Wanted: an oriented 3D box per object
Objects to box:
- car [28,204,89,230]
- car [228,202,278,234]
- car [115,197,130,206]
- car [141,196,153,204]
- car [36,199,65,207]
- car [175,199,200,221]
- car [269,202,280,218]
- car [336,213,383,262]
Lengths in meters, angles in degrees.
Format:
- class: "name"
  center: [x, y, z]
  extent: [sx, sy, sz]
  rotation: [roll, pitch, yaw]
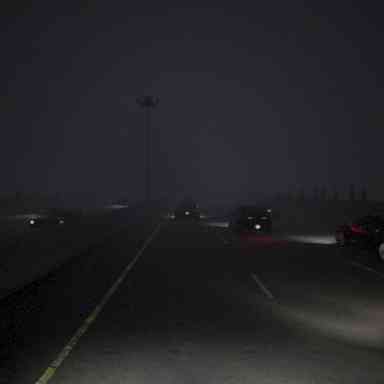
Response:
- class: "car"
  center: [-7.412, 1.598, 18.967]
  extent: [1.895, 1.301, 4.718]
  rotation: [0, 0, -1]
- class: "car"
  center: [3.280, 1.497, 19.259]
  extent: [1.837, 1.490, 4.892]
  rotation: [0, 0, -1]
- class: "car"
  center: [-11.655, 1.551, 56.042]
  extent: [1.994, 1.385, 4.181]
  rotation: [0, 0, -1]
- class: "car"
  center: [-8.263, 1.465, 61.677]
  extent: [1.882, 1.535, 5.008]
  rotation: [0, 0, -1]
- class: "car"
  center: [-14.752, 1.521, 34.939]
  extent: [1.812, 1.442, 4.674]
  rotation: [0, 0, -1]
- class: "car"
  center: [-0.385, 1.555, 26.943]
  extent: [1.994, 1.385, 4.181]
  rotation: [0, 0, -1]
- class: "car"
  center: [6.547, 1.551, 30.157]
  extent: [1.994, 1.385, 4.181]
  rotation: [0, 0, -1]
- class: "car"
  center: [6.929, 1.497, 11.892]
  extent: [1.837, 1.490, 4.892]
  rotation: [0, 0, -1]
